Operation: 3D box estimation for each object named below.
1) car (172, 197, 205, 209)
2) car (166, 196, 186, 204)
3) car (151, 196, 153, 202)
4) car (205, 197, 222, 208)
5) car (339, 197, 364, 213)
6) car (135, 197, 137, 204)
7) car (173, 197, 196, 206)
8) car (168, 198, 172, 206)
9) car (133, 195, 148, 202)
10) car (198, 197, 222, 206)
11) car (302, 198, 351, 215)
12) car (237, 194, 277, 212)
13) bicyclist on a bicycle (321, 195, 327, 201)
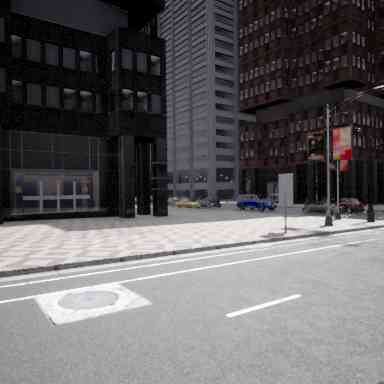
[{"bbox_3d":[-0.581,1.701,49.318,1.752,1.417,4.829,-1,1,-36],"label":"car"},{"bbox_3d":[-3.299,1.638,67.788,1.752,1.417,4.829,-1,1,-36],"label":"car"},{"bbox_3d":[-9.507,1.597,76.478,1.967,1.590,4.097,-1,1,-36],"label":"car"},{"bbox_3d":[2.484,1.694,49.625,1.994,1.385,4.181,-1,0,-35],"label":"car"},{"bbox_3d":[15.981,1.368,36.137,2.097,1.767,4.553,-1,0,-36],"label":"car"},{"bbox_3d":[-10.141,1.821,62.703,1.802,1.307,4.206,-1,1,-36],"label":"car"},{"bbox_3d":[-1.418,1.631,60.579,1.837,1.490,4.892,-1,1,-36],"label":"car"},{"bbox_3d":[-3.309,1.731,57.800,1.994,1.385,4.181,-1,0,-35],"label":"car"},{"bbox_3d":[-12.660,1.620,80.893,1.967,1.590,4.097,-1,1,-36],"label":"car"},{"bbox_3d":[3.107,1.614,58.821,1.887,1.381,4.507,-1,1,-36],"label":"car"},{"bbox_3d":[13.495,1.627,34.203,1.994,1.385,4.181,-1,0,-36],"label":"car"},{"bbox_3d":[8.038,1.318,41.829,2.150,2.045,5.566,-1,0,-36],"label":"car"},{"bbox_3d":[17.380,1.254,43.770,1.656,1.620,0.582,-1,1,-36],"label":"bicyclist on a bicycle"}]
